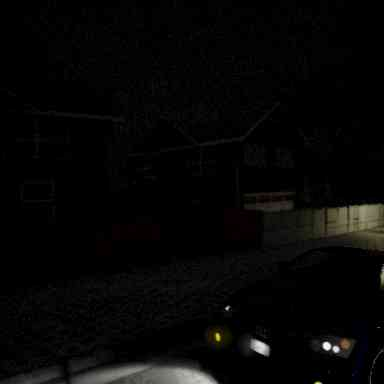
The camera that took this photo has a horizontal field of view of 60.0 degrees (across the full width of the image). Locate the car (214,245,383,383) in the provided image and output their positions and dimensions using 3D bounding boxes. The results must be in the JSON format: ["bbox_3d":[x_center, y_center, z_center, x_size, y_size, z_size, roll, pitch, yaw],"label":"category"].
[{"bbox_3d":[2.322,1.563,4.989,4.181,1.385,1.994,0,0,-39],"label":"car"}]
